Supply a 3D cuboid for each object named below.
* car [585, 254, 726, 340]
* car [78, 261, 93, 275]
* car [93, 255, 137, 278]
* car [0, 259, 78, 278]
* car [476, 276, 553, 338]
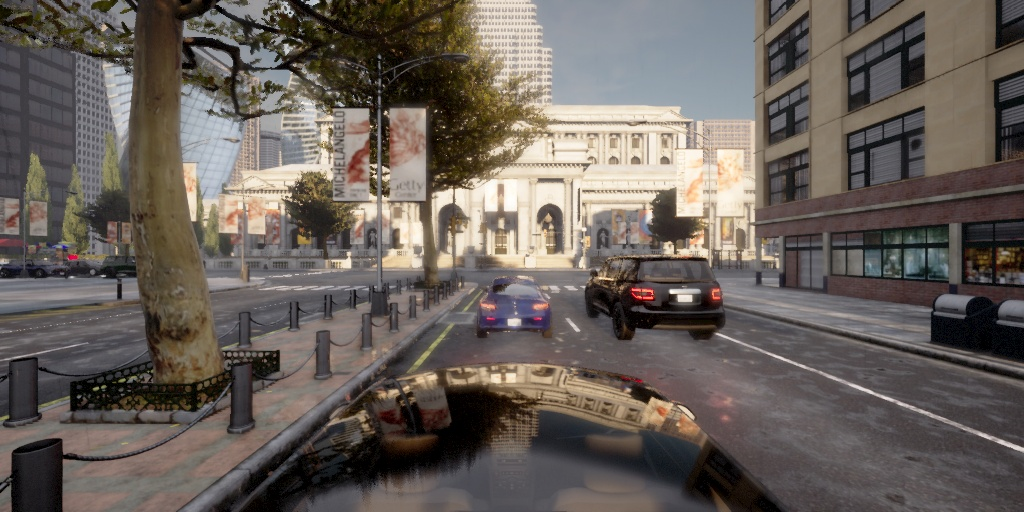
[{"bbox_3d":[3.580,0.971,10.099,2.150,2.045,5.566,0,0,0],"label":"car"},{"bbox_3d":[-44.446,1.255,37.599,4.892,1.490,1.837,0,0,-1],"label":"car"},{"bbox_3d":[-35.664,0.971,34.155,5.566,2.045,2.150,0,0,0],"label":"car"},{"bbox_3d":[-45.075,1.102,34.076,4.553,1.767,2.097,0,0,-2],"label":"car"},{"bbox_3d":[0.074,1.276,10.089,1.812,1.442,4.674,0,0,0],"label":"car"}]
